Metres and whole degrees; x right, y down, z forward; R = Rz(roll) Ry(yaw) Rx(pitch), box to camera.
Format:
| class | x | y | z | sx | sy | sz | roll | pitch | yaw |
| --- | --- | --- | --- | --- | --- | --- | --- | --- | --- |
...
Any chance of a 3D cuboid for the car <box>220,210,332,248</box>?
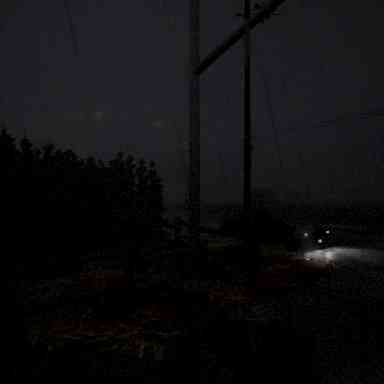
| class | x | y | z | sx | sy | sz | roll | pitch | yaw |
| --- | --- | --- | --- | --- | --- | --- | --- | --- | --- |
| car | 3.556 | 1.548 | 15.313 | 2.033 | 1.411 | 5.357 | 0 | 0 | -34 |
